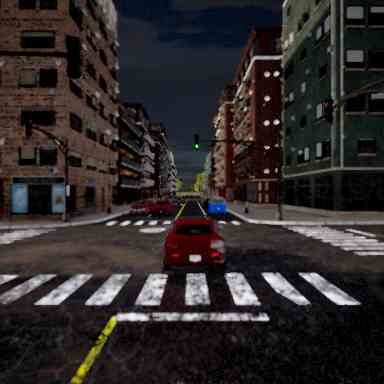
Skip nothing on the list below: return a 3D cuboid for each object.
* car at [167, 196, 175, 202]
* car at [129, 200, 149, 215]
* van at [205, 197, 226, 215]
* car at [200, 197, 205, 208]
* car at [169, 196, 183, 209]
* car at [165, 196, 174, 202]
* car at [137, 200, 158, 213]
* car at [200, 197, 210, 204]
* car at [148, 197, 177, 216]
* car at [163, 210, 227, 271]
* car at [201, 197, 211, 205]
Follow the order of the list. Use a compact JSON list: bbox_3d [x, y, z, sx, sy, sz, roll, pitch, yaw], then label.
[{"bbox_3d":[-5.302,1.731,84.430,1.947,1.339,4.313,0,0,0],"label":"car"},{"bbox_3d":[-5.291,1.659,34.103,1.802,1.307,4.206,0,0,0],"label":"car"},{"bbox_3d":[2.556,1.418,33.944,1.690,1.788,3.998,0,0,0],"label":"van"},{"bbox_3d":[2.552,1.677,50.745,1.947,1.339,4.313,0,0,0],"label":"car"},{"bbox_3d":[-2.838,1.598,48.564,2.128,1.511,4.902,0,0,0],"label":"car"},{"bbox_3d":[-5.301,1.739,78.830,1.802,1.307,4.206,0,0,0],"label":"car"},{"bbox_3d":[-5.292,1.633,39.691,1.887,1.381,4.507,0,0,0],"label":"car"},{"bbox_3d":[2.549,1.723,67.546,1.802,1.307,4.206,0,0,0],"label":"car"},{"bbox_3d":[-2.852,1.553,33.110,1.882,1.535,5.008,0,0,0],"label":"car"},{"bbox_3d":[0.083,1.545,10.957,1.812,1.442,4.674,-1,0,0],"label":"car"},{"bbox_3d":[2.550,1.657,62.116,1.752,1.417,4.829,0,0,0],"label":"car"}]
